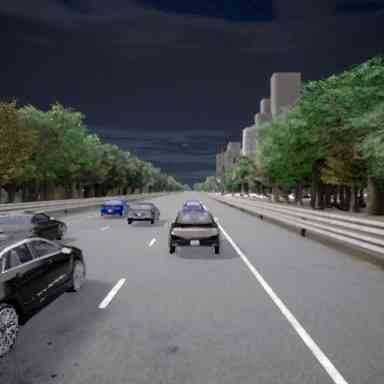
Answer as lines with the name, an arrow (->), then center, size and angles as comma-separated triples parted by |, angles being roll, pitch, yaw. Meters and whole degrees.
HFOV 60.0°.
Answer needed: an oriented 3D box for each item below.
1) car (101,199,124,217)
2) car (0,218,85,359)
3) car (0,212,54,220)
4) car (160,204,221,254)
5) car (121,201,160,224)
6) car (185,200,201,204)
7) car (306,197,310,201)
car -> -6.894, 1.404, 30.415 | 1.882, 1.535, 5.008 | 0, 0, 0
car -> -3.413, 1.481, 5.887 | 2.128, 1.511, 4.902 | 0, 0, 0
car -> -6.899, 1.533, 14.020 | 1.994, 1.385, 4.181 | 0, 0, 0
car -> 0.100, 1.462, 13.449 | 2.128, 1.511, 4.902 | 0, 0, 0
car -> -3.398, 1.491, 23.986 | 2.033, 1.411, 5.357 | 0, 0, 0
car -> 0.106, 1.454, 29.844 | 1.812, 1.442, 4.674 | 0, 0, 0
car -> 31.121, 1.528, 83.340 | 2.163, 1.488, 4.792 | 0, 1, -45
